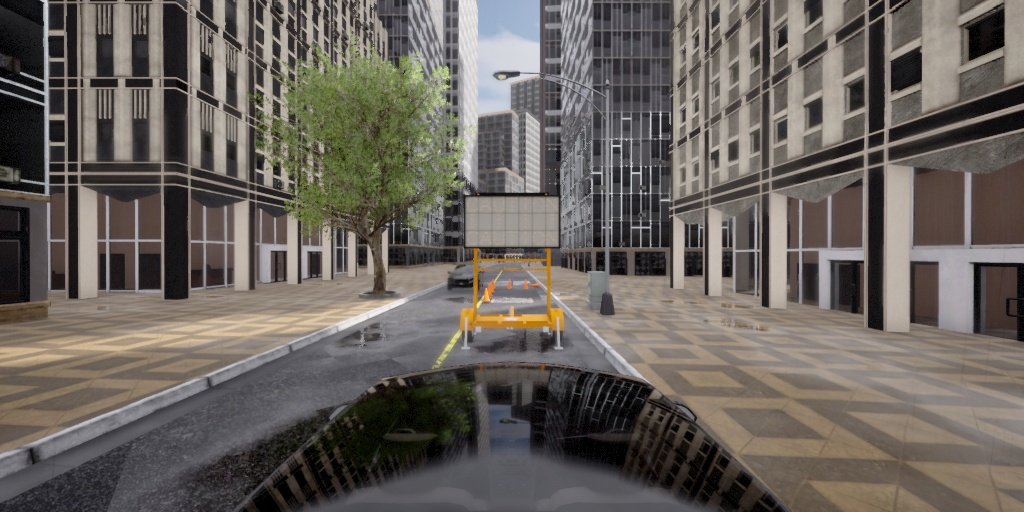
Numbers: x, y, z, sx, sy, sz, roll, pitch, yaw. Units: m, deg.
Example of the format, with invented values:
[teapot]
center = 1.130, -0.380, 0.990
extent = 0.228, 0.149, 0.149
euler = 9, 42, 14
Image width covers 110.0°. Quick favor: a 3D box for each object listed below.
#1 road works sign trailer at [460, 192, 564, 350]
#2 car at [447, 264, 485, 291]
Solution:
[road works sign trailer]
center = 0.006, 0.214, 9.066
extent = 2.380, 3.560, 2.880
euler = 0, 0, 0
[car]
center = -2.736, 1.259, 21.847
extent = 1.837, 1.490, 4.892
euler = 0, 0, 0
